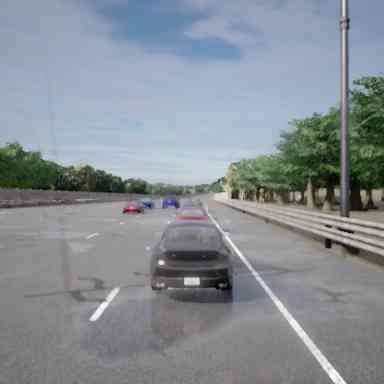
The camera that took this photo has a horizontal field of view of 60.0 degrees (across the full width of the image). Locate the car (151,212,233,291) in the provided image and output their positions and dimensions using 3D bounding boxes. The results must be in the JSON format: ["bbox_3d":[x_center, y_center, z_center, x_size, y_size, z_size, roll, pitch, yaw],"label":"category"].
[{"bbox_3d":[-0.001,1.525,9.048,1.837,1.490,4.892,0,0,0],"label":"car"}]

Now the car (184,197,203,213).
[{"bbox_3d":[0.259,1.482,39.340,2.097,1.767,4.553,0,0,1],"label":"car"}]

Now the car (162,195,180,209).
[{"bbox_3d":[-2.986,1.435,48.169,2.150,2.045,5.566,0,0,3],"label":"car"}]

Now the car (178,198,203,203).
[{"bbox_3d":[0.013,1.588,29.004,1.837,1.490,4.892,0,0,0],"label":"car"}]

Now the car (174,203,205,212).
[{"bbox_3d":[0.003,1.571,18.861,1.812,1.442,4.674,0,0,0],"label":"car"}]

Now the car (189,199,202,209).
[{"bbox_3d":[0.537,1.723,48.520,1.812,1.442,4.674,0,-1,2],"label":"car"}]

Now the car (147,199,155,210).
[{"bbox_3d":[-6.497,1.708,47.719,1.882,1.535,5.008,0,0,2],"label":"car"}]

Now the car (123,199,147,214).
[{"bbox_3d":[-6.736,1.732,38.622,1.994,1.385,4.181,0,0,-2],"label":"car"}]
